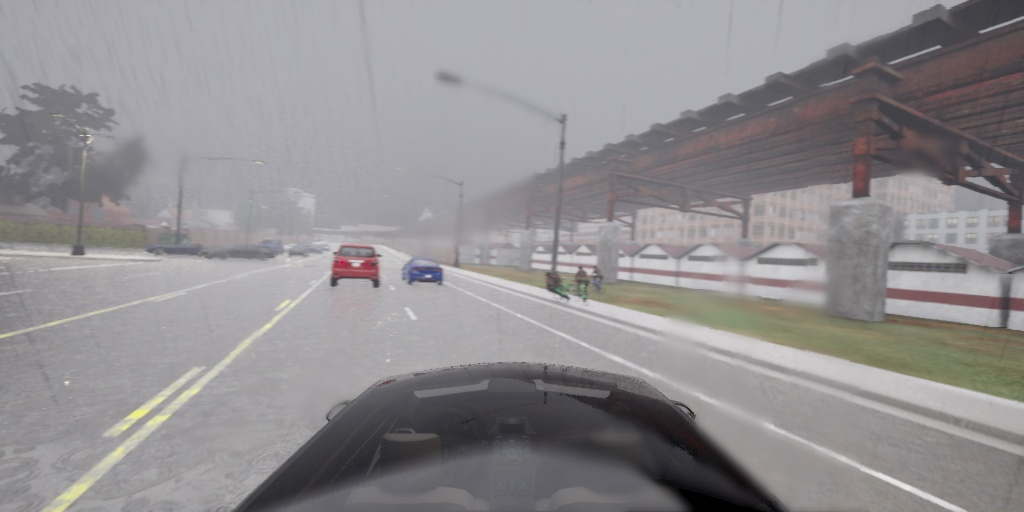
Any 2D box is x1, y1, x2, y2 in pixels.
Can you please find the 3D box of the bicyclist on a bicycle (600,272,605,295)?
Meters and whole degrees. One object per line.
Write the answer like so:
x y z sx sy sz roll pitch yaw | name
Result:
4.848 1.377 20.669 0.582 1.620 1.656 4 0 -23 | bicyclist on a bicycle

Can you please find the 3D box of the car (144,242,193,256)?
-28.150 -0.573 30.745 1.895 1.301 4.718 4 0 43 | car

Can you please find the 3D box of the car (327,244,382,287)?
-8.151 0.413 18.879 2.150 2.045 5.566 4 0 -22 | car

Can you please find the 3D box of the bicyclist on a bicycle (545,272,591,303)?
1.947 1.284 14.730 1.620 0.582 1.656 41 -36 -3 | bicyclist on a bicycle

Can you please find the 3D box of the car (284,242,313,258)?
-26.987 -0.592 45.459 1.837 1.490 4.892 4 0 -22 | car

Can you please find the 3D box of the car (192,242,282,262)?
-23.002 -0.276 30.353 2.033 1.411 5.357 4 0 22 | car

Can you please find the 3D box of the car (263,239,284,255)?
-31.160 -1.159 46.492 2.150 2.045 5.566 4 0 -22 | car

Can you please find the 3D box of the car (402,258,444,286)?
-5.389 0.857 21.362 1.882 1.535 5.008 4 0 -23 | car

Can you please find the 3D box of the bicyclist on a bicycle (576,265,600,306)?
2.917 1.238 15.123 0.582 1.620 1.656 1 2 -13 | bicyclist on a bicycle
